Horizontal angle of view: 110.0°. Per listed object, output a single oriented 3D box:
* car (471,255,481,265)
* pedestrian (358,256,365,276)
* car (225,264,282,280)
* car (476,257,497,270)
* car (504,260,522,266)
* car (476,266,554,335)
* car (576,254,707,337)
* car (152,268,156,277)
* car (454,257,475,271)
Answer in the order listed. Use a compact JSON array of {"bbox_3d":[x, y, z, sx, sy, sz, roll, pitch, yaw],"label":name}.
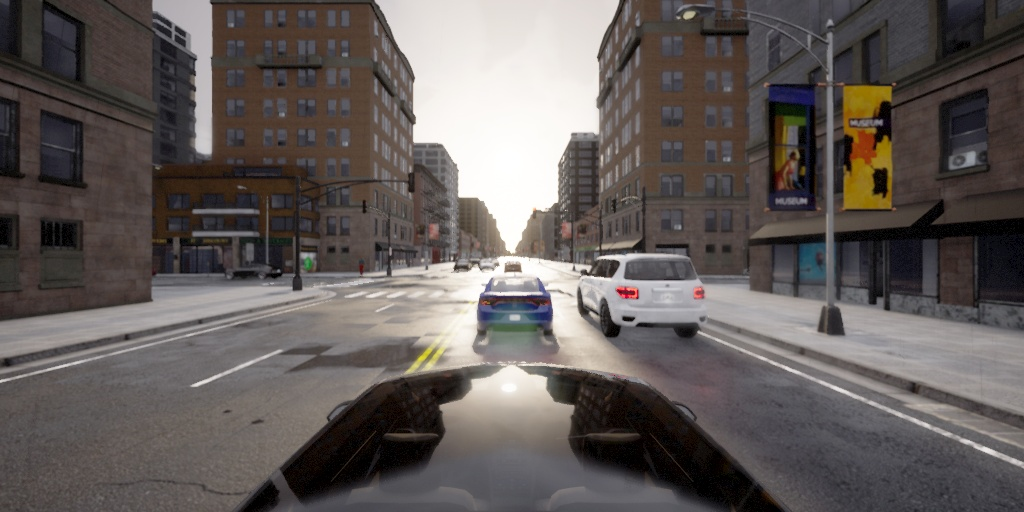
[{"bbox_3d":[-6.521,0.920,64.329,2.150,2.045,5.566,0,0,1],"label":"car"},{"bbox_3d":[-14.129,0.898,33.615,0.375,1.860,0.375,0,0,0],"label":"pedestrian"},{"bbox_3d":[-22.113,1.311,30.783,4.313,1.339,1.948,0,0,0],"label":"car"},{"bbox_3d":[-3.322,1.242,47.834,1.812,1.442,4.674,0,0,0],"label":"car"},{"bbox_3d":[0.116,1.201,40.095,1.882,1.535,5.008,0,0,0],"label":"car"},{"bbox_3d":[0.085,1.222,10.490,1.882,1.535,5.008,0,0,0],"label":"car"},{"bbox_3d":[3.336,0.966,10.351,2.150,2.045,5.566,0,0,0],"label":"car"},{"bbox_3d":[-33.135,1.324,30.844,4.207,1.307,1.802,0,0,0],"label":"car"},{"bbox_3d":[-6.572,1.194,47.902,1.882,1.535,5.008,0,0,0],"label":"car"}]
